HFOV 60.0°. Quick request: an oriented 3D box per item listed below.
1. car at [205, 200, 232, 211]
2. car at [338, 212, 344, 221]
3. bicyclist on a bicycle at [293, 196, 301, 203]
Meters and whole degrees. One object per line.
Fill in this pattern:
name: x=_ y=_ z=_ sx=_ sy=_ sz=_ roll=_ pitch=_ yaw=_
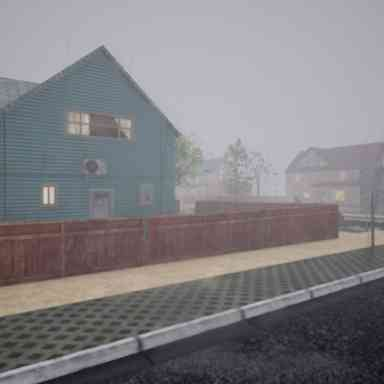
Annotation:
car: x=2.422 y=1.461 z=31.692 sx=1.994 sy=1.385 sz=4.181 roll=0 pitch=0 yaw=-36
car: x=8.200 y=1.544 z=23.625 sx=1.895 sy=1.301 sz=4.718 roll=0 pitch=0 yaw=-36
bicyclist on a bicycle: x=9.873 y=1.196 z=31.351 sx=1.656 sy=1.620 sz=0.582 roll=-1 pitch=1 yaw=-36
